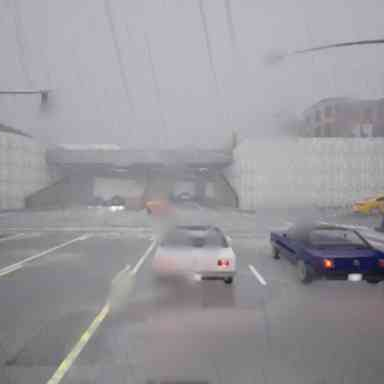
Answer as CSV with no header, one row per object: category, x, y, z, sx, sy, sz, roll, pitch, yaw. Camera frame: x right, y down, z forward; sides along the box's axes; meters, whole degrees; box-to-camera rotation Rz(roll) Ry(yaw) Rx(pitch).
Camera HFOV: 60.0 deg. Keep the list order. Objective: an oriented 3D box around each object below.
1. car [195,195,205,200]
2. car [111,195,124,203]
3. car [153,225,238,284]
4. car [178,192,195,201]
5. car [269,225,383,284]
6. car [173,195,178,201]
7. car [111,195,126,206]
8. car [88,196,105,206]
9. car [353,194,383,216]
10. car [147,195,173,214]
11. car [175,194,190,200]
car,1.422,1.362,86.644,2.033,1.411,5.357,0,0,28
car,-15.266,1.387,68.130,1.812,1.442,4.674,0,0,-1
car,0.078,1.581,9.484,1.895,1.301,4.718,0,0,0
car,-1.275,1.070,76.576,2.150,2.045,5.566,0,0,6
car,3.579,1.581,9.495,1.895,1.301,4.718,0,0,0
car,-4.784,1.318,76.460,1.882,1.535,5.008,0,0,6
car,-11.440,1.387,52.316,2.128,1.511,4.902,0,0,-1
car,-14.941,1.419,52.434,1.812,1.442,4.674,0,0,-1
car,15.306,0.900,26.112,5.008,1.535,1.882,-6,0,1
car,-3.510,1.283,34.245,2.097,1.767,4.553,0,0,-10
car,-2.439,1.280,86.531,1.882,1.535,5.008,0,0,24
